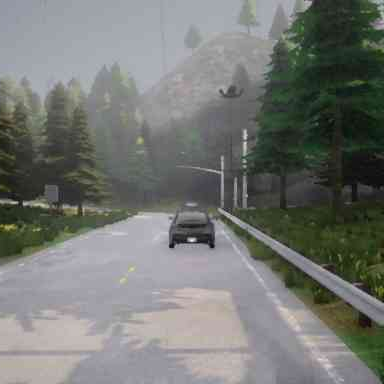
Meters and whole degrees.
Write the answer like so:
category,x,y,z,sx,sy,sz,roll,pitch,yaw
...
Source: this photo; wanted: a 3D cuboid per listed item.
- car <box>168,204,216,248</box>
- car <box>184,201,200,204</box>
category,x,y,z,sx,sy,sz,roll,pitch,yaw
car,0.000,1.515,14.650,1.837,1.490,4.892,0,0,0
car,0.000,1.532,29.650,1.812,1.442,4.674,0,0,0
